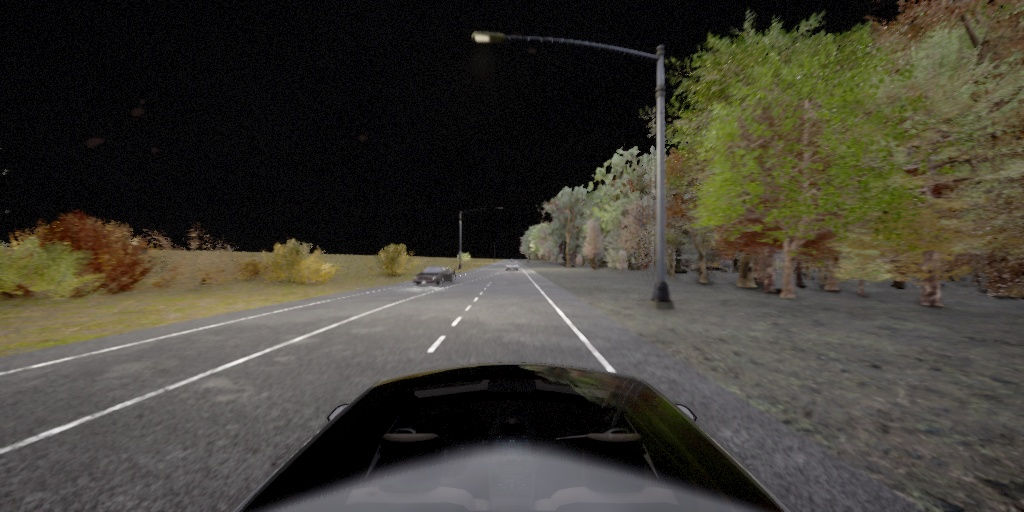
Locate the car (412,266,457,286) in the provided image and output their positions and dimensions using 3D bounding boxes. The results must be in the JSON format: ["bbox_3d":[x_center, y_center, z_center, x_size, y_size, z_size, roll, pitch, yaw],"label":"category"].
[{"bbox_3d":[-5.683,1.443,27.185,2.033,1.411,5.357,0,0,8],"label":"car"}]

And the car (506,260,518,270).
[{"bbox_3d":[0.046,1.669,58.120,1.895,1.301,4.718,0,0,0],"label":"car"}]
